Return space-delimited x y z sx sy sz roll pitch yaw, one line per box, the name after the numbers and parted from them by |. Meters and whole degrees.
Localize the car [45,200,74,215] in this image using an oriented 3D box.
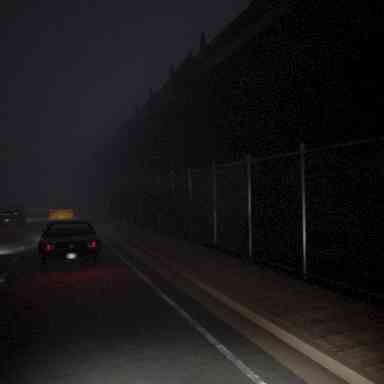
-10.969 1.740 27.875 1.882 1.535 5.008 -1 0 -22 | car

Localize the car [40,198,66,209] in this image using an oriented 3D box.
-22.641 1.888 55.793 2.097 1.767 4.553 -1 0 14 | car

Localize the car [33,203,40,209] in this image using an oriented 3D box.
-25.602 2.192 58.464 1.895 1.301 4.718 -1 0 16 | car

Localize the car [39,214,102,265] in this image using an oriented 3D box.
-4.560 1.713 12.362 1.895 1.301 4.718 -1 0 -22 | car

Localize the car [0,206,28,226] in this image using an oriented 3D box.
-13.760 1.790 25.446 2.128 1.511 4.902 -1 0 -22 | car
